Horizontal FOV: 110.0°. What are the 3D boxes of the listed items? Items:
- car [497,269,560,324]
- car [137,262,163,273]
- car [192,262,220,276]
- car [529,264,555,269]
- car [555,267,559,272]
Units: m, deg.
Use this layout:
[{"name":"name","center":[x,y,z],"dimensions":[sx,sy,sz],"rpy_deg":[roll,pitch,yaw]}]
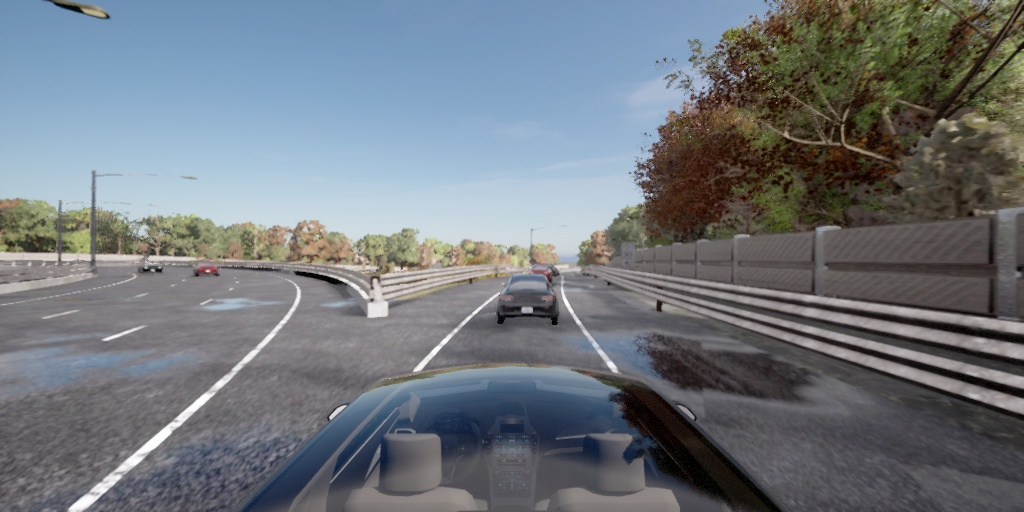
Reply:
[{"name":"car","center":[0.554,1.322,12.105],"dimensions":[1.812,1.442,4.674],"rpy_deg":[0,0,3]},{"name":"car","center":[-45.523,1.452,45.087],"dimensions":[4.718,1.301,1.895],"rpy_deg":[0,0,38]},{"name":"car","center":[-32.561,1.372,38.169],"dimensions":[1.812,1.442,4.674],"rpy_deg":[0,0,-44]},{"name":"car","center":[2.311,1.412,29.142],"dimensions":[1.812,1.442,4.674],"rpy_deg":[0,-1,8]},{"name":"car","center":[3.874,1.589,39.538],"dimensions":[2.128,1.511,4.902],"rpy_deg":[0,-2,8]}]
